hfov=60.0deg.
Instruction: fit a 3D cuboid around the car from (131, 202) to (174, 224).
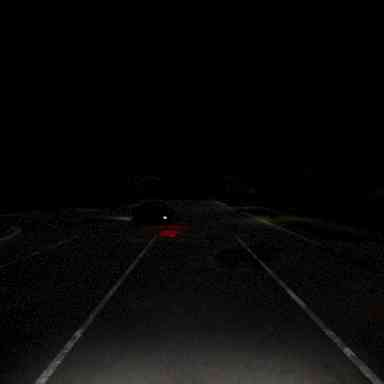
[{"bbox_3d":[-3.047,1.487,24.789,1.837,1.490,4.892,2,-1,-30],"label":"car"}]
